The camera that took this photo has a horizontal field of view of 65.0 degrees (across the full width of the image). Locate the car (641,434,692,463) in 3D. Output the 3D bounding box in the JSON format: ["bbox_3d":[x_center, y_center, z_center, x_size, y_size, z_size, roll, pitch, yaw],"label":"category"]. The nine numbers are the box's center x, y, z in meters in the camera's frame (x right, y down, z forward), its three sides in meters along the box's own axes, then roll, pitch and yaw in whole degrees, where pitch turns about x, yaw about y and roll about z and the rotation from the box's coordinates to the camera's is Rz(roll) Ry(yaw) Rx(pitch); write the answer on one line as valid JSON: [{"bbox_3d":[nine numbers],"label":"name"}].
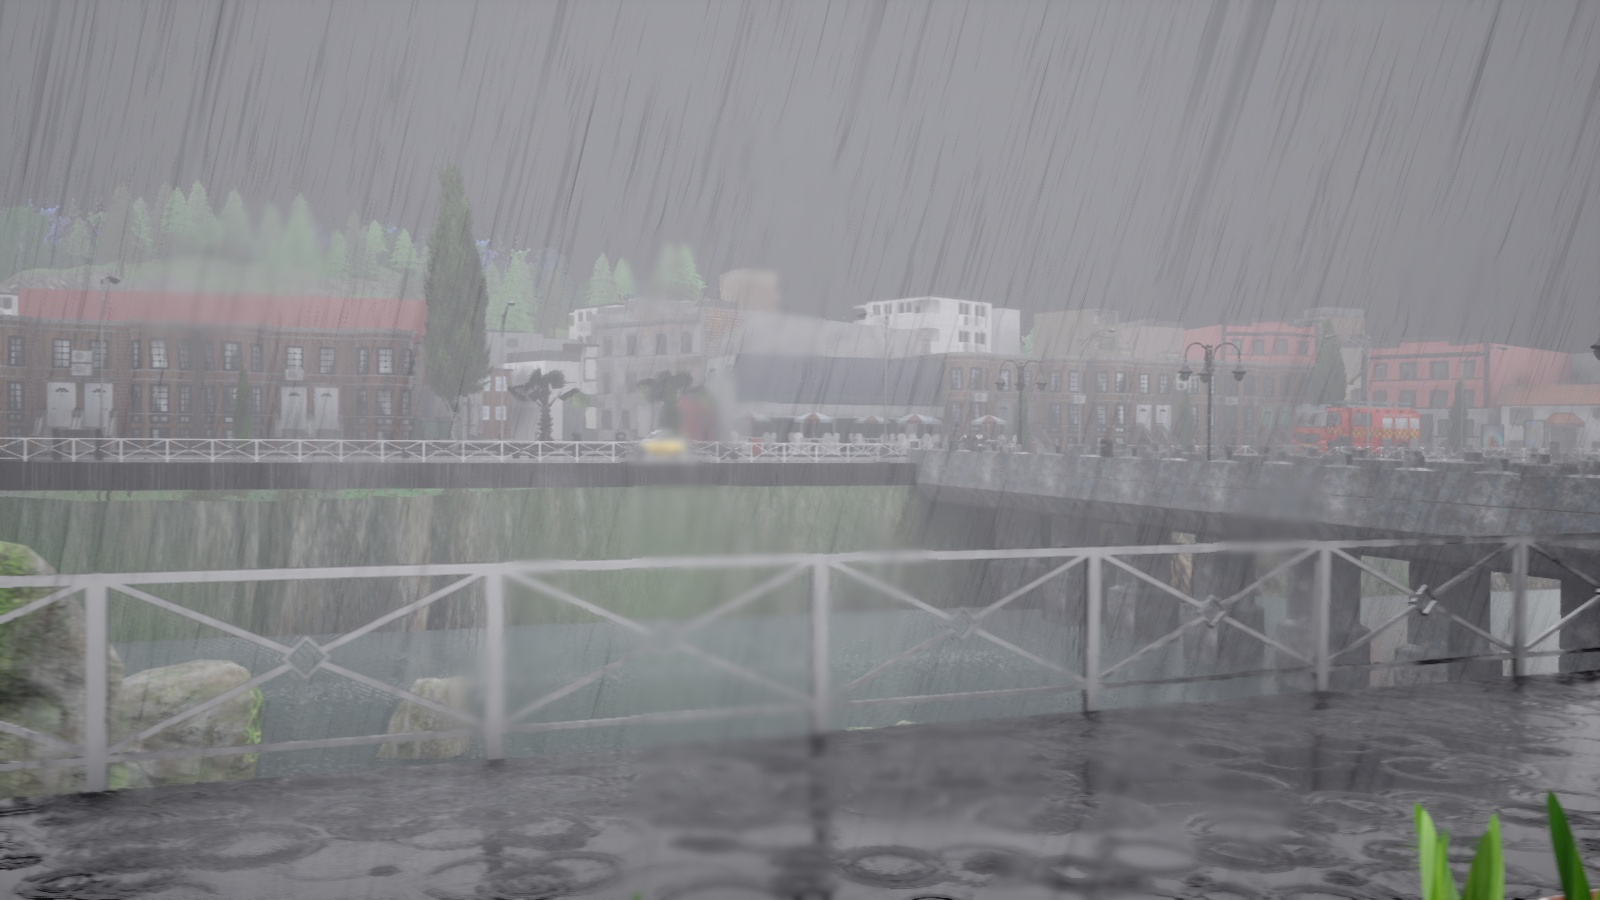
[{"bbox_3d":[-6.676,-0.099,62.927,2.207,1.376,1.481,-1,1,-21],"label":"car"}]

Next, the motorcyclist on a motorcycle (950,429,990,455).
[{"bbox_3d":[9.940,-0.471,73.519,2.191,1.530,0.866,-1,1,-21],"label":"motorcyclist on a motorcycle"}]

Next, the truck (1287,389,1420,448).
[{"bbox_3d":[36.921,-2.129,83.756,8.468,3.827,2.891,-1,1,-21],"label":"truck"}]
